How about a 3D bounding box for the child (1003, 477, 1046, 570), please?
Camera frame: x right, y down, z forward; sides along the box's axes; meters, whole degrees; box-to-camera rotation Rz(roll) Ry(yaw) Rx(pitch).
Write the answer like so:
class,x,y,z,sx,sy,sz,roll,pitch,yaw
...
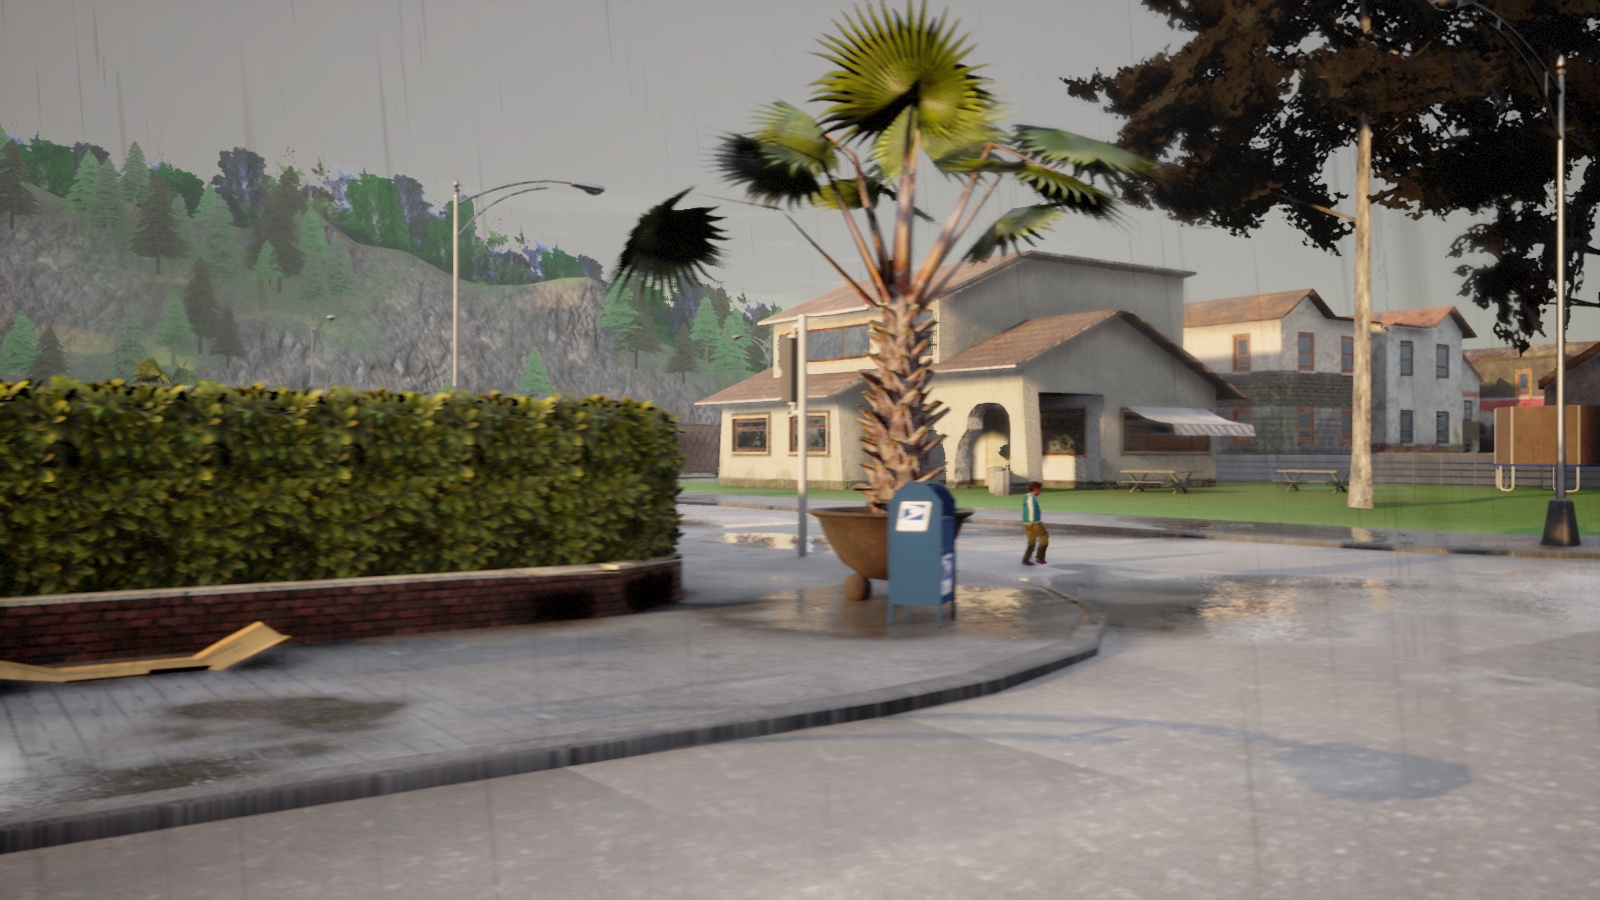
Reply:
class,x,y,z,sx,sy,sz,roll,pitch,yaw
child,2.927,0.950,16.408,0.448,1.192,0.343,0,0,-15
